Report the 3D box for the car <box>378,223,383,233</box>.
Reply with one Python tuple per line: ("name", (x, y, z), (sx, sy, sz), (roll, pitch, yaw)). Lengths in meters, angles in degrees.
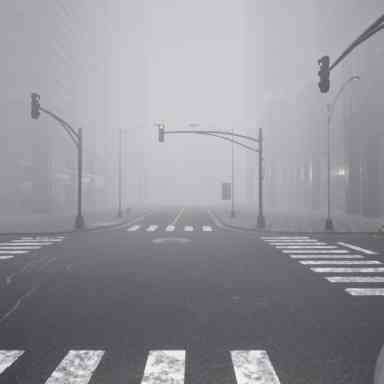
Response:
("car", (11.756, 1.564, 16.241), (4.829, 1.417, 1.752), (0, -1, 0))
